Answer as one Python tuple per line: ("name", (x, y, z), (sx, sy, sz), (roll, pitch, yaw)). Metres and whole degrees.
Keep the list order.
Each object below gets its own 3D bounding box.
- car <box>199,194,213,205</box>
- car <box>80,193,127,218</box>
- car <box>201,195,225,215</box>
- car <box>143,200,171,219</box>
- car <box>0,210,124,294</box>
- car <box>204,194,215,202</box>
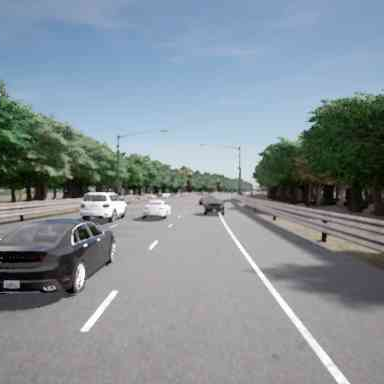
("car", (2.104, 1.259, 50.558), (1.994, 1.385, 4.181), (0, 0, 5))
("car", (-6.359, 1.070, 24.456), (2.150, 2.045, 5.566), (0, 0, 2))
("car", (2.053, 1.318, 30.954), (1.837, 1.490, 4.892), (0, 0, 3))
("car", (-2.758, 1.362, 26.686), (1.812, 1.442, 4.674), (0, 0, 2))
("car", (-3.301, 1.451, 8.596), (1.837, 1.490, 4.892), (0, 0, 1))
("car", (3.515, 1.143, 65.860), (1.812, 1.442, 4.674), (0, 0, 7))
